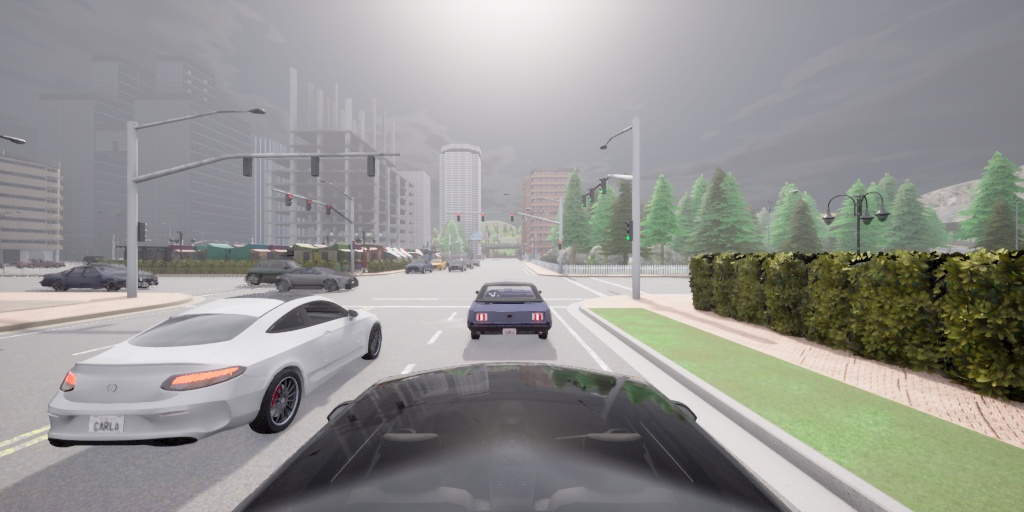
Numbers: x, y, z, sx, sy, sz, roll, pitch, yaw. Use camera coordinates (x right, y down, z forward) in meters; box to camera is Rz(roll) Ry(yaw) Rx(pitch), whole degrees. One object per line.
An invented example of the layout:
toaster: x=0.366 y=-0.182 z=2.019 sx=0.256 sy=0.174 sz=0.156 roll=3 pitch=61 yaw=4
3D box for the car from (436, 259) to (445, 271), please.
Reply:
car: x=-10.582 y=1.228 z=50.536 sx=1.882 sy=1.535 sz=5.008 roll=0 pitch=0 yaw=0

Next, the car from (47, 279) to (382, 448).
car: x=-3.507 y=1.276 z=5.376 sx=1.812 sy=1.442 sz=4.674 roll=0 pitch=0 yaw=-1

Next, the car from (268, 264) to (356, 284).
car: x=-11.056 y=1.312 z=20.459 sx=4.181 sy=1.385 sz=1.994 roll=0 pitch=0 yaw=2

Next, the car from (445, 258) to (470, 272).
car: x=-7.090 y=1.255 z=46.914 sx=1.837 sy=1.490 sz=4.892 roll=0 pitch=0 yaw=0

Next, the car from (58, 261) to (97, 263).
car: x=-27.206 y=1.254 z=24.387 sx=4.892 sy=1.490 sz=1.837 roll=0 pitch=0 yaw=2

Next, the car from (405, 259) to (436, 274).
car: x=-10.727 y=1.102 z=41.572 sx=2.097 sy=1.767 sz=4.553 roll=0 pitch=0 yaw=3

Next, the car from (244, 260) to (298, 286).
car: x=-15.443 y=1.101 z=24.592 sx=4.553 sy=1.767 sz=2.097 roll=0 pitch=0 yaw=-5

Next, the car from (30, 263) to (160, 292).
car: x=-23.828 y=1.297 z=20.798 sx=5.357 sy=1.411 sz=2.033 roll=0 pitch=0 yaw=2

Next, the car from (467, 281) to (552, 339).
car: x=-0.092 y=1.351 z=9.984 sx=1.895 sy=1.301 sz=4.718 roll=0 pitch=0 yaw=-1

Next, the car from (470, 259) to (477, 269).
car: x=-7.070 y=1.255 z=56.024 sx=1.837 sy=1.490 sz=4.892 roll=0 pitch=0 yaw=0
